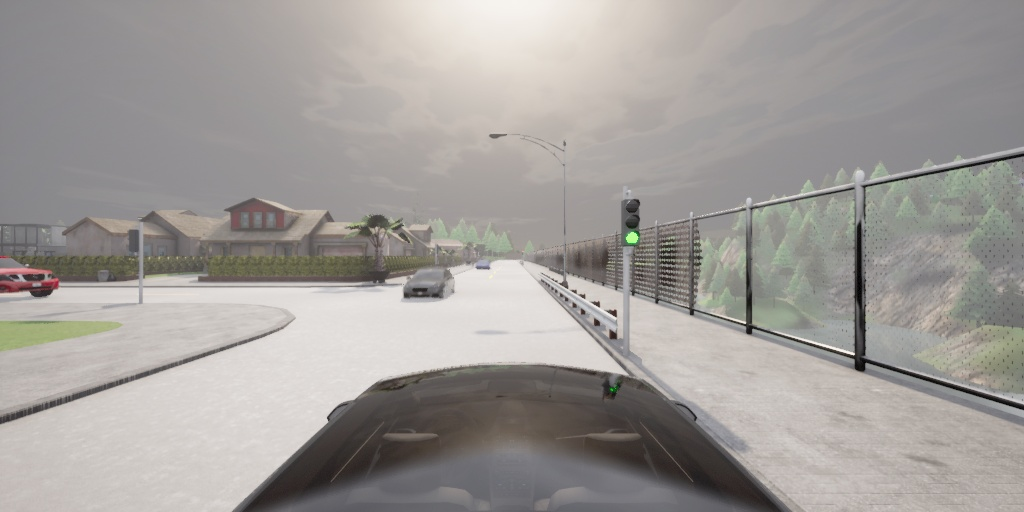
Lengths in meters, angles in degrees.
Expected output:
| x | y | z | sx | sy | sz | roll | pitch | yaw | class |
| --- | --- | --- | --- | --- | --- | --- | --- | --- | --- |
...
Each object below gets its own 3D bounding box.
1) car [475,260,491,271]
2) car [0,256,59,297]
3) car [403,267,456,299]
| x | y | z | sx | sy | sz | roll | pitch | yaw | class |
| --- | --- | --- | --- | --- | --- | --- | --- | --- | --- |
| -4.012 | 1.269 | 50.332 | 1.882 | 1.535 | 5.008 | 0 | 1 | 0 | car |
| -24.533 | 0.972 | 16.439 | 5.566 | 2.045 | 2.150 | 0 | 0 | 0 | car |
| -4.004 | 1.344 | 17.991 | 1.837 | 1.490 | 4.892 | 0 | 0 | 0 | car |
